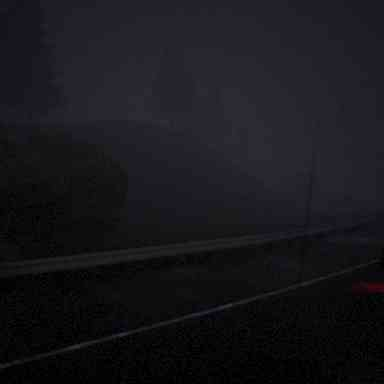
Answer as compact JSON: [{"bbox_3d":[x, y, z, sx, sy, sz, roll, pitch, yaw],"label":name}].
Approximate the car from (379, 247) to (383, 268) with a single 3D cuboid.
[{"bbox_3d":[7.282,1.553,9.714,5.357,1.411,2.033,0,0,-42],"label":"car"}]
